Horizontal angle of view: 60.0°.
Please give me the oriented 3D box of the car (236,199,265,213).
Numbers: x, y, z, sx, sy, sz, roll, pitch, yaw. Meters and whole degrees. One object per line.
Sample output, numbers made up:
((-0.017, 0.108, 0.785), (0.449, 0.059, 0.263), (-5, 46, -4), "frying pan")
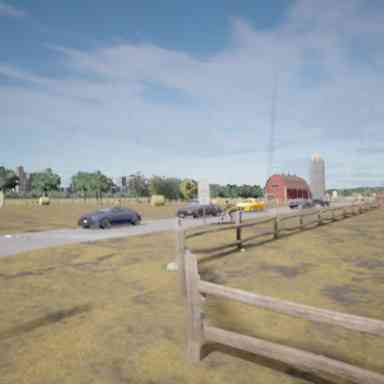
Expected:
((6.791, 1.544, 38.574), (1.882, 1.535, 5.008), (-2, -1, 36), "car")

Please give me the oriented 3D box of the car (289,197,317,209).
((14.614, 1.556, 44.522), (2.033, 1.411, 5.357), (-2, -1, 36), "car")

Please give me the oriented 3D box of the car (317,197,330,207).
((20.349, 1.562, 52.615), (1.837, 1.490, 4.892), (-2, -1, 36), "car")

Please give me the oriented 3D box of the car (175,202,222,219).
((0.701, 1.600, 30.093), (2.033, 1.411, 5.357), (-2, -1, 36), "car")

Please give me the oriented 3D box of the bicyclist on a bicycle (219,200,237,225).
((2.488, 1.378, 22.316), (1.656, 1.620, 0.582), (0, 0, 36), "bicyclist on a bicycle")

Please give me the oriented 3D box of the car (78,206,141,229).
((-5.290, 1.603, 21.723), (1.994, 1.385, 4.181), (-2, -1, 36), "car")
